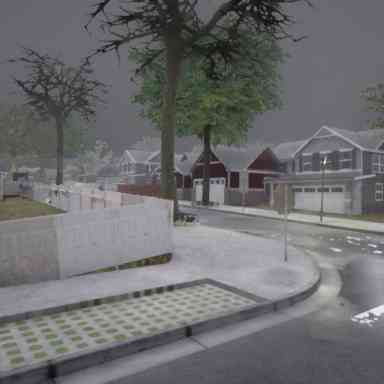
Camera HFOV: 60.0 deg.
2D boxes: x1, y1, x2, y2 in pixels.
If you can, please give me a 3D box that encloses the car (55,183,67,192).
[{"bbox_3d":[-18.491,-0.503,46.763,2.128,1.511,4.902,1,2,-35],"label":"car"}]
